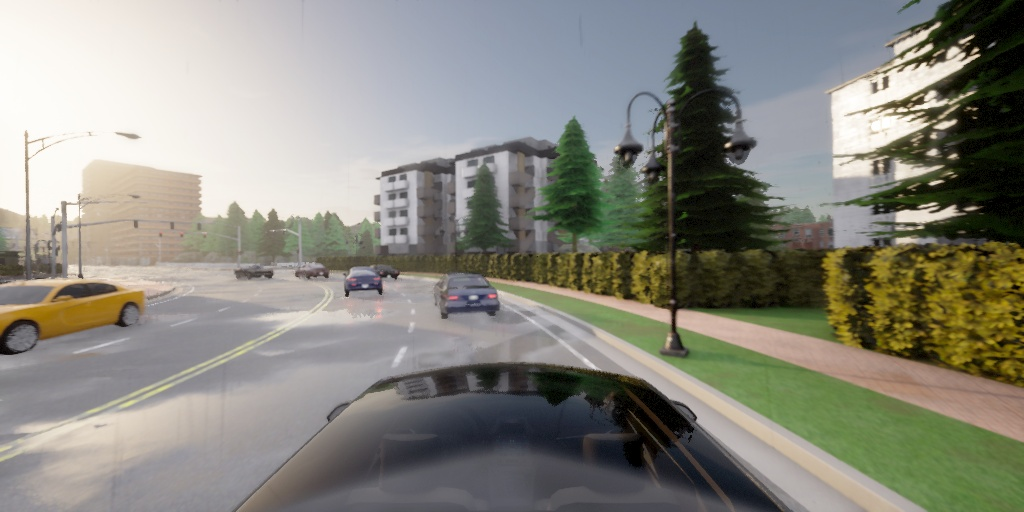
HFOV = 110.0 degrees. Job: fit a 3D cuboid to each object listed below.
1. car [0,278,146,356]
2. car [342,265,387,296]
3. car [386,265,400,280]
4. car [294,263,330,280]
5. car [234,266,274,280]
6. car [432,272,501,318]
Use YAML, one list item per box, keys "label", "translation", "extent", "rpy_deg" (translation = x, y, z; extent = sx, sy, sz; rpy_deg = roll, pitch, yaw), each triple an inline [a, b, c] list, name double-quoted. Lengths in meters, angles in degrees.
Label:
- label: "car"
  translation: [-11.818, 1.356, 8.997]
  extent: [1.882, 1.535, 5.008]
  rpy_deg: [0, 0, -16]
- label: "car"
  translation: [-8.309, 1.328, 19.906]
  extent: [1.812, 1.442, 4.674]
  rpy_deg: [-1, 0, -26]
- label: "car"
  translation: [-11.584, 1.412, 31.328]
  extent: [1.895, 1.301, 4.718]
  rpy_deg: [-1, 0, -40]
- label: "car"
  translation: [-18.809, 1.421, 33.720]
  extent: [4.674, 1.442, 1.812]
  rpy_deg: [-1, 0, 42]
- label: "car"
  translation: [-24.312, 1.565, 33.836]
  extent: [4.718, 1.301, 1.895]
  rpy_deg: [-1, 0, 37]
- label: "car"
  translation: [-1.815, 1.288, 13.046]
  extent: [2.033, 1.411, 5.357]
  rpy_deg: [-1, 0, -16]
